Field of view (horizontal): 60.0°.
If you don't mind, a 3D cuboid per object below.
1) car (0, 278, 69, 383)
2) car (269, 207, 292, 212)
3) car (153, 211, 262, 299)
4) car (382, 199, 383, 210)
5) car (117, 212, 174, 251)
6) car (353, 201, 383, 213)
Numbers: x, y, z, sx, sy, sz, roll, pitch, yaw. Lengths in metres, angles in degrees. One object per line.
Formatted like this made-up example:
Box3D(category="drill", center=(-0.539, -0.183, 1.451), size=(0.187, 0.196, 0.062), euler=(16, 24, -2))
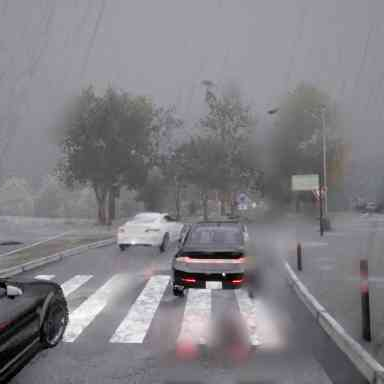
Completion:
Box3D(category="car", center=(-2.994, 1.571, 3.633), size=(1.994, 1.385, 4.181), euler=(0, 0, 2))
Box3D(category="car", center=(19.128, 4.000, 72.498), size=(4.718, 1.301, 1.895), euler=(-3, -5, 37))
Box3D(category="car", center=(0.675, 1.485, 8.497), size=(2.128, 1.511, 4.902), euler=(-1, 0, 7))
Box3D(category="car", center=(29.393, 2.009, 49.441), size=(2.150, 2.045, 5.566), euler=(-1, -4, 4))
Box3D(category="car", center=(-1.601, 1.593, 14.154), size=(1.812, 1.442, 4.674), euler=(-1, -1, 12))
Box3D(category="car", center=(26.164, 2.384, 50.377), size=(2.128, 1.511, 4.902), euler=(0, -2, 2))
